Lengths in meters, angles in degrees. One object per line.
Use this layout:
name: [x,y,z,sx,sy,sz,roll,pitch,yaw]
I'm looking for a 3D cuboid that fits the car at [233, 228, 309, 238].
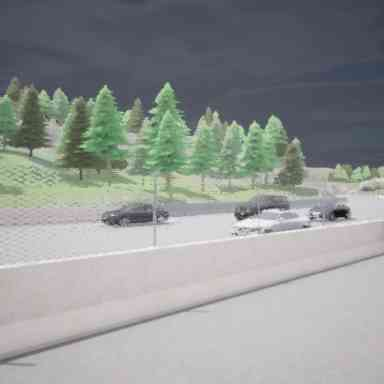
car: [3.903,1.567,15.989,4.674,1.442,1.812,0,0,-39]
